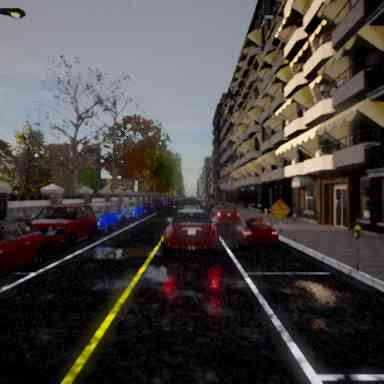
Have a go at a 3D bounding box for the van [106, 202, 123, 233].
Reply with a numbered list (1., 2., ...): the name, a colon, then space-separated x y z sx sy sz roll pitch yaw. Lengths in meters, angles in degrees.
1. van: -5.699 1.558 20.434 1.690 1.788 3.998 0 -1 0

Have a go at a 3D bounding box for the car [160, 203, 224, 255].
1. car: -0.006 1.498 14.078 2.097 1.767 4.553 0 -1 0

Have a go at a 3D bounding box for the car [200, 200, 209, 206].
1. car: 2.658 2.365 71.105 1.802 1.307 4.206 0 -1 0

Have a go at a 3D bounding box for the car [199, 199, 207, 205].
1. car: 2.652 2.484 82.367 1.947 1.339 4.313 0 -1 0

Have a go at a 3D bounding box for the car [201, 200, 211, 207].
1. car: 2.661 2.244 65.646 1.752 1.417 4.829 0 -1 0

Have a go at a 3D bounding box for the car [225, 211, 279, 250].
1. car: 2.684 1.738 14.805 1.802 1.307 4.206 0 -1 0

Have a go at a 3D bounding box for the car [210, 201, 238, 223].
1. car: 2.678 1.717 26.067 1.967 1.590 4.097 0 -1 0

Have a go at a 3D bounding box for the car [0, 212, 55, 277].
1. car: -5.693 1.535 9.172 1.967 1.590 4.097 0 -1 0

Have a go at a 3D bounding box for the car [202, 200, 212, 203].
1. car: 2.670 2.026 42.956 1.947 1.339 4.313 0 -1 0

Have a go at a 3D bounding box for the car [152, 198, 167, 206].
1. car: -5.714 1.901 54.214 2.192 1.841 5.009 0 -1 0

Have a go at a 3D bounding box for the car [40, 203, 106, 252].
1. car: -5.697 1.471 14.804 2.192 1.841 5.009 0 -1 0

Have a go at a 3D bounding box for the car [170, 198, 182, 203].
1. car: -3.032 2.334 71.065 1.994 1.385 4.181 0 -1 0

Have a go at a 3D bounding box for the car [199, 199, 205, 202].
1. car: 2.665 2.027 54.217 1.967 1.590 4.097 0 -1 0

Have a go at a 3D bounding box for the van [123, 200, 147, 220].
1. van: -5.705 1.679 31.695 1.690 1.788 3.998 0 -1 0

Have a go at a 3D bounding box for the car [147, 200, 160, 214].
1. car: -5.710 2.026 42.952 1.947 1.339 4.313 0 -1 0

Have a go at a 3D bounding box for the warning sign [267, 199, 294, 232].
1. warning sign: 5.059 1.318 19.135 1.300 1.860 1.060 0 -1 0

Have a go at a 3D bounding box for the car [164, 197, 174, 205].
1. car: -5.728 2.233 82.366 2.192 1.841 5.009 0 -1 0

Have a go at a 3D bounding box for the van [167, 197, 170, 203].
1. van: -5.720 2.058 65.473 1.690 1.788 3.998 0 -1 0
